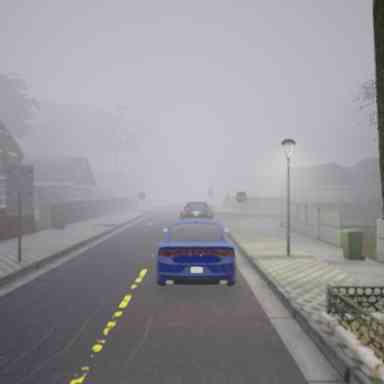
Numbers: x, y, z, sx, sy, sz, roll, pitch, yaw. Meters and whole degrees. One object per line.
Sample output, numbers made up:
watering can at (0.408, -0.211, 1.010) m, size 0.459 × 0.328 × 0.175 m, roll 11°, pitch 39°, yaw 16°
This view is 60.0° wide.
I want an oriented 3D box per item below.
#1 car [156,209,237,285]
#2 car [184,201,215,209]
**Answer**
car at (0.106, 1.499, 9.545) m, size 1.882 × 1.535 × 5.008 m, roll 0°, pitch 0°, yaw 0°
car at (0.457, 1.401, 22.802) m, size 2.097 × 1.767 × 4.553 m, roll 0°, pitch 0°, yaw 5°
